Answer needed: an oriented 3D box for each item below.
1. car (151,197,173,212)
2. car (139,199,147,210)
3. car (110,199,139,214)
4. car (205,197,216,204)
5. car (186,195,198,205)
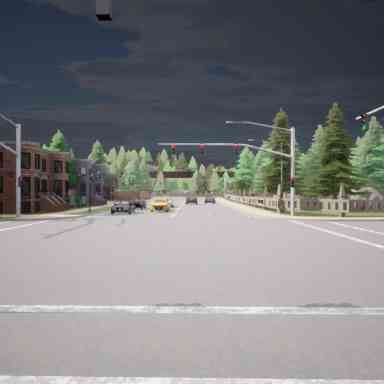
[{"bbox_3d":[-3.639,1.477,38.767,1.882,1.535,5.008,0,0,0],"label":"car"},{"bbox_3d":[-7.136,1.601,43.543,1.895,1.301,4.718,0,0,0],"label":"car"},{"bbox_3d":[-7.137,1.564,34.791,1.994,1.385,4.181,0,0,0],"label":"car"},{"bbox_3d":[3.526,1.564,65.142,1.994,1.385,4.181,0,0,0],"label":"car"},{"bbox_3d":[-0.069,1.352,60.161,2.097,1.767,4.553,0,0,0],"label":"car"}]
